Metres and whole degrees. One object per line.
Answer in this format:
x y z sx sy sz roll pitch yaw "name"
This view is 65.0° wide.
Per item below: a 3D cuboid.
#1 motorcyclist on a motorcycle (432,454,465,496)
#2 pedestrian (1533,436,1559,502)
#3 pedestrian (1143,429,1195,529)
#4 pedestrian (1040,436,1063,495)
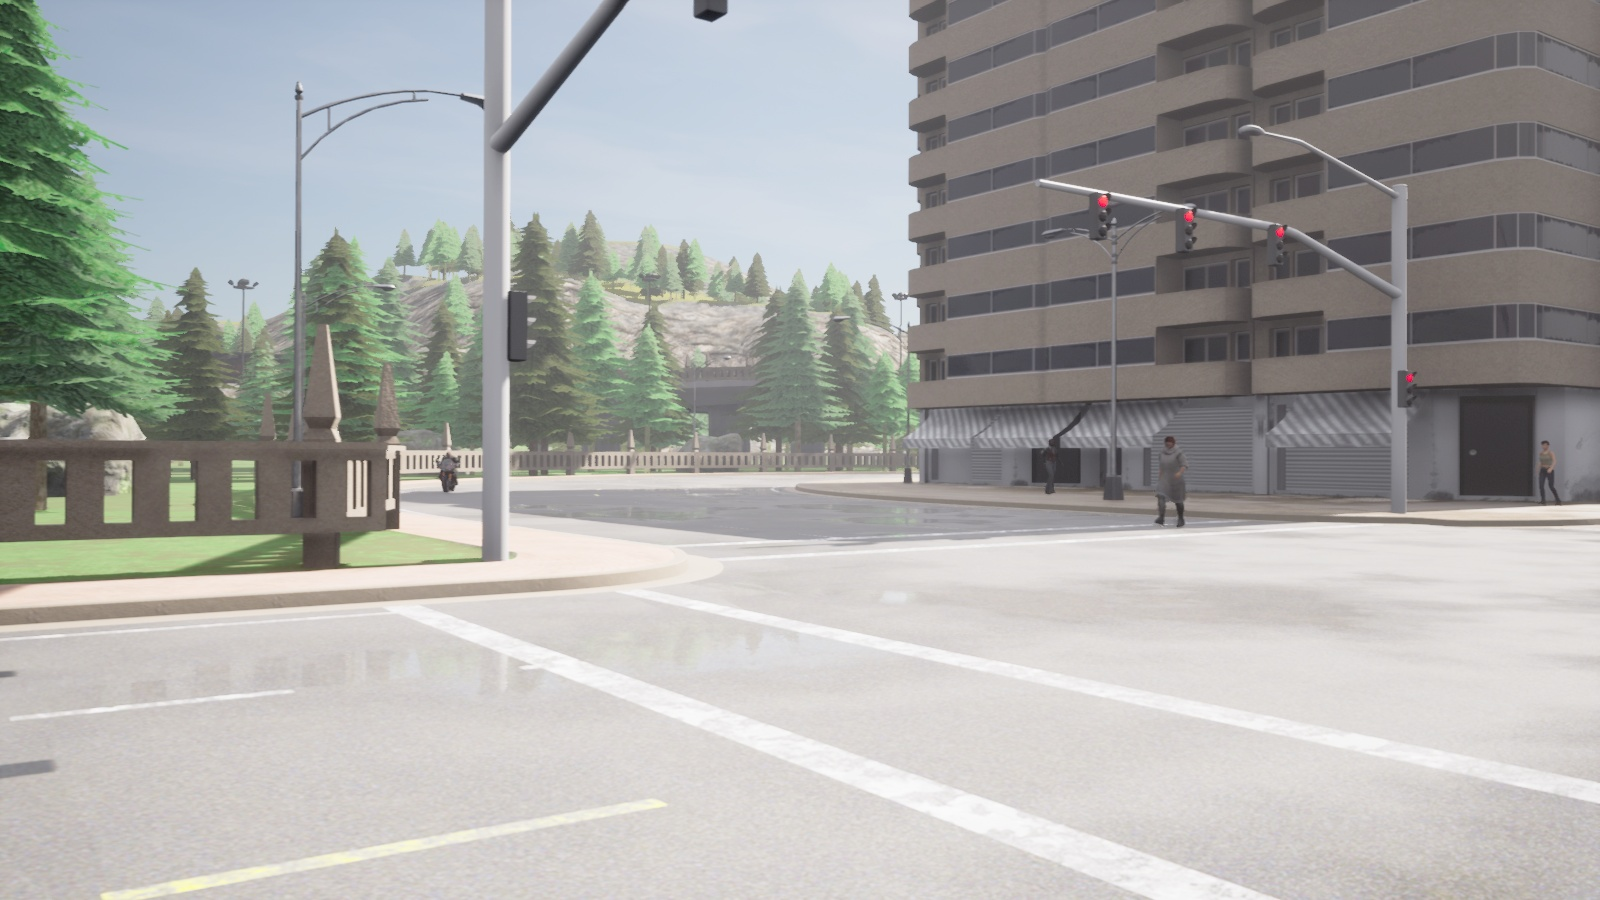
-12.837 0.897 45.897 0.866 1.530 2.191 0 0 -8 "motorcyclist on a motorcycle"
20.985 0.524 35.322 0.594 1.836 0.345 0 0 -25 "pedestrian"
7.408 0.573 25.187 0.873 1.952 0.659 0 0 -44 "pedestrian"
8.267 0.505 41.314 0.402 1.930 0.666 0 0 -29 "pedestrian"
